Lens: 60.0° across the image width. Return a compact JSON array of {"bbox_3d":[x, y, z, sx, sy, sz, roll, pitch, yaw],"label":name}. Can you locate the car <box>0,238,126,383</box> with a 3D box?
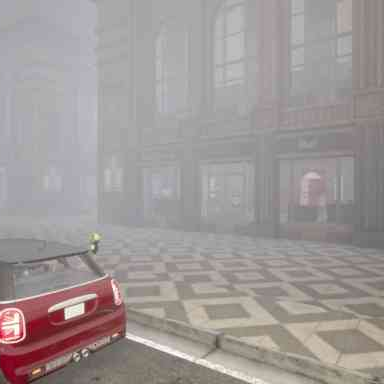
[{"bbox_3d":[-2.974,1.440,5.086,4.097,1.590,1.967,0,0,36],"label":"car"}]
